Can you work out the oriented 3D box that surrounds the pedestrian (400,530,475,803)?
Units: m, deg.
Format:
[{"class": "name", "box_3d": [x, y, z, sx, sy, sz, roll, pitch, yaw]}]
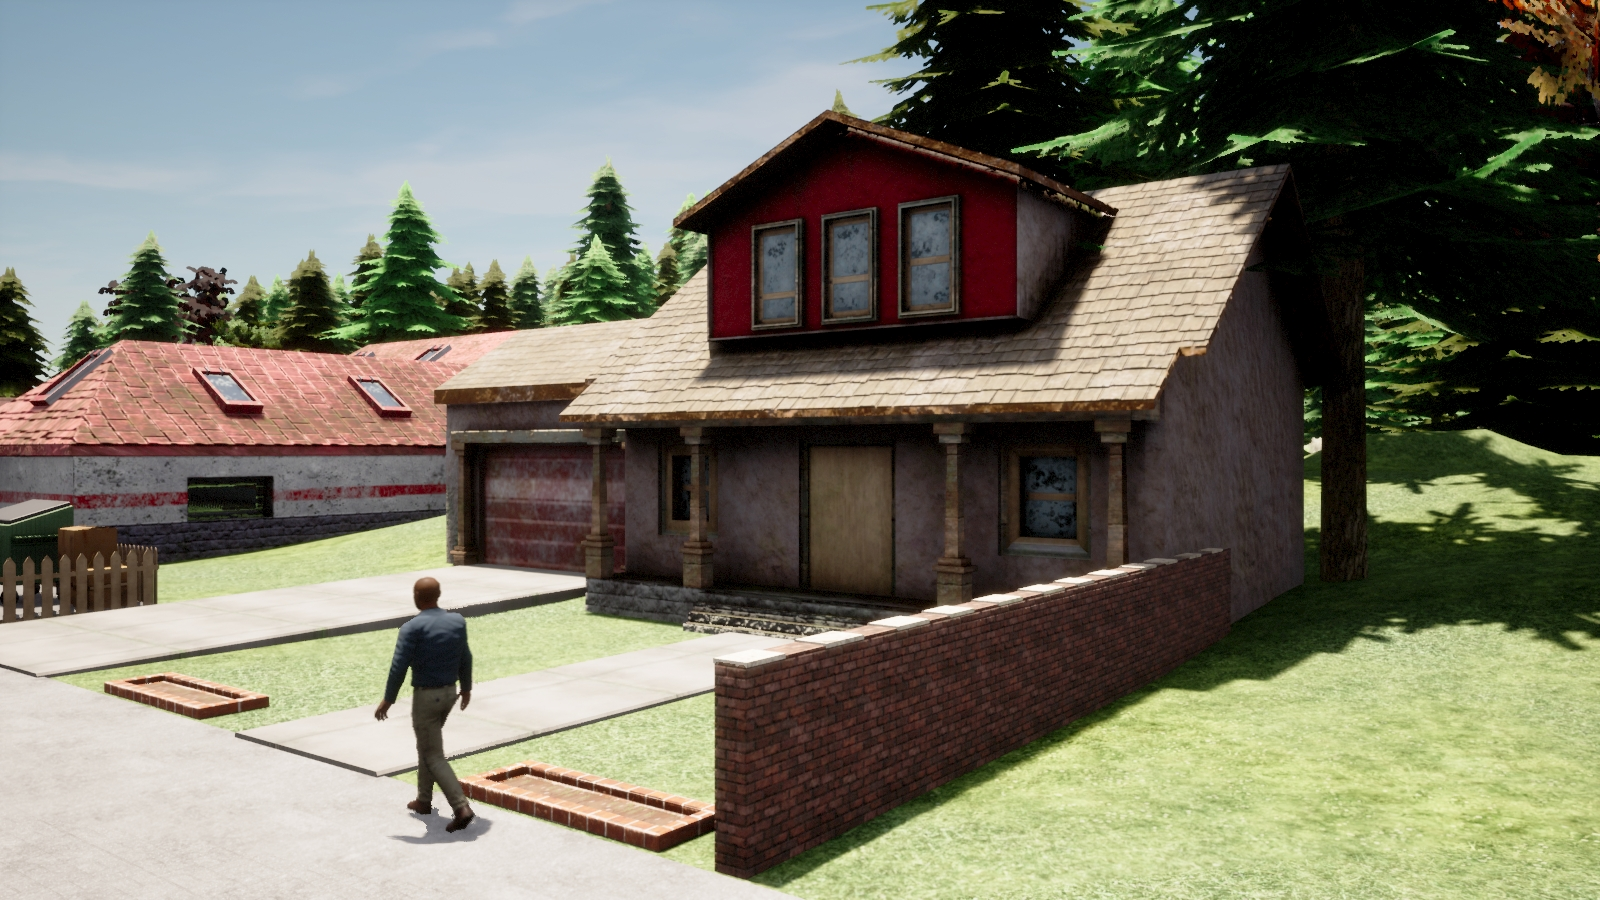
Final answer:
[{"class": "pedestrian", "box_3d": [-2.602, 1.524, 8.213, 0.375, 1.860, 0.375, 0, 0, 41]}]
